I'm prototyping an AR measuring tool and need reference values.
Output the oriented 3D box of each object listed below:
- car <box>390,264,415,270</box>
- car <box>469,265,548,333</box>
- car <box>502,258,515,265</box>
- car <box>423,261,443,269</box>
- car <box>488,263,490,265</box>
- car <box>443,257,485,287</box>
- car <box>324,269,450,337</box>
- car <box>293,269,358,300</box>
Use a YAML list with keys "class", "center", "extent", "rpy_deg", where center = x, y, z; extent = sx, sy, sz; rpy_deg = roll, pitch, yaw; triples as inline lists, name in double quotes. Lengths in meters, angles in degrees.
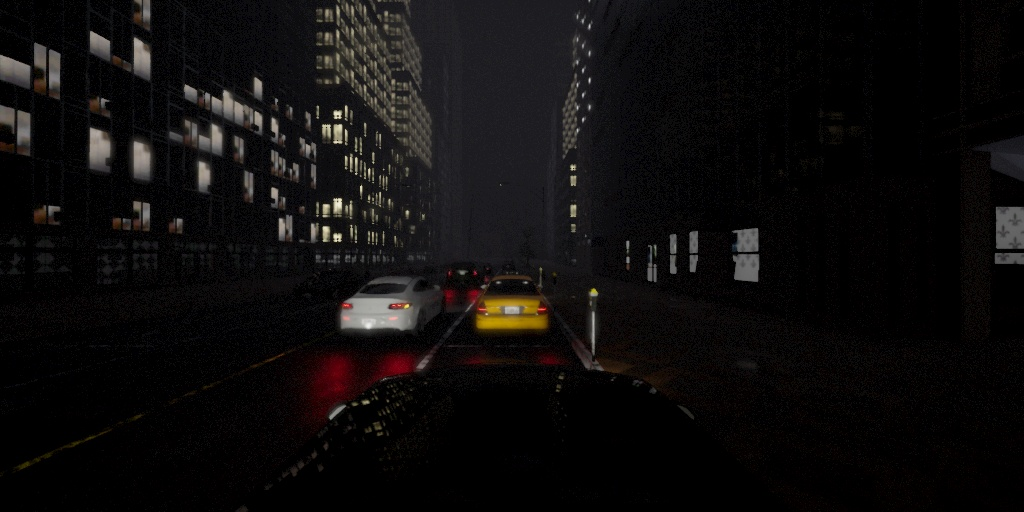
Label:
- class: "car"
  center: [-8.835, 1.325, 29.033]
  extent: [1.802, 1.307, 4.207]
  rpy_deg: [0, 0, 0]
- class: "car"
  center: [0.004, 1.206, 10.689]
  extent: [1.801, 1.575, 5.366]
  rpy_deg: [0, 0, 0]
- class: "car"
  center: [-0.455, 1.298, 46.099]
  extent: [1.948, 1.339, 4.313]
  rpy_deg: [0, 0, 0]
- class: "car"
  center: [-8.836, 1.286, 40.419]
  extent: [2.007, 1.370, 4.403]
  rpy_deg: [0, 0, 0]
- class: "car"
  center: [-3.083, 1.338, 38.498]
  extent: [1.895, 1.301, 4.718]
  rpy_deg: [0, 0, 0]
- class: "car"
  center: [-3.077, 1.097, 24.461]
  extent: [2.097, 1.767, 4.553]
  rpy_deg: [0, 0, 0]
- class: "car"
  center: [-3.146, 1.275, 10.185]
  extent: [1.812, 1.442, 4.674]
  rpy_deg: [0, 0, 0]
- class: "car"
  center: [-8.836, 1.313, 17.650]
  extent: [1.948, 1.339, 4.313]
  rpy_deg: [0, 0, 0]
